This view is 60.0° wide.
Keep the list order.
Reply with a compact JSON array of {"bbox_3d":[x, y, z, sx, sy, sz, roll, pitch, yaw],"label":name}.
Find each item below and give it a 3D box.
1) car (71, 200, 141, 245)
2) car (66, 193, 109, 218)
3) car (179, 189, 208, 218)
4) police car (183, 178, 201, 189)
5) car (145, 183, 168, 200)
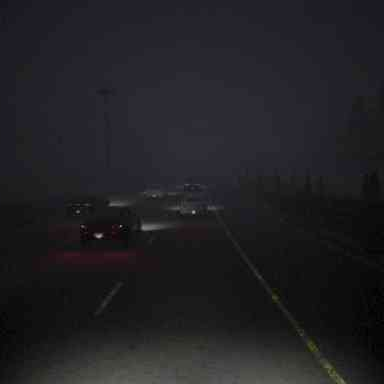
[{"bbox_3d":[-3.399,1.320,14.458,1.812,1.442,4.674,0,2,0],"label":"car"},{"bbox_3d":[-6.908,0.813,22.523,2.128,1.511,4.902,0,4,0],"label":"car"},{"bbox_3d":[0.092,0.835,22.671,1.812,1.442,4.674,0,4,0],"label":"car"},{"bbox_3d":[0.019,-0.885,38.502,2.038,1.542,4.974,0,7,0],"label":"police car"},{"bbox_3d":[-3.452,-0.142,32.691,1.812,1.442,4.674,0,7,0],"label":"car"}]
